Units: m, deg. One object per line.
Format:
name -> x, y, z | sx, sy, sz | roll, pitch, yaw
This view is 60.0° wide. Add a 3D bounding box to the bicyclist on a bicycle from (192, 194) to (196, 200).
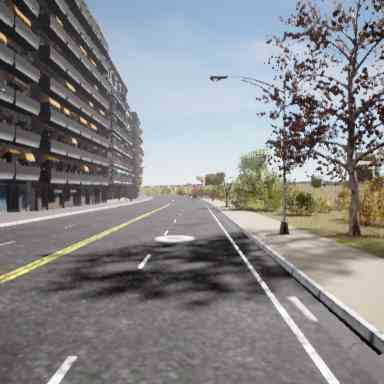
bicyclist on a bicycle -> 0.900, 1.412, 90.593 | 0.659, 1.776, 1.843 | 2, 1, -3
